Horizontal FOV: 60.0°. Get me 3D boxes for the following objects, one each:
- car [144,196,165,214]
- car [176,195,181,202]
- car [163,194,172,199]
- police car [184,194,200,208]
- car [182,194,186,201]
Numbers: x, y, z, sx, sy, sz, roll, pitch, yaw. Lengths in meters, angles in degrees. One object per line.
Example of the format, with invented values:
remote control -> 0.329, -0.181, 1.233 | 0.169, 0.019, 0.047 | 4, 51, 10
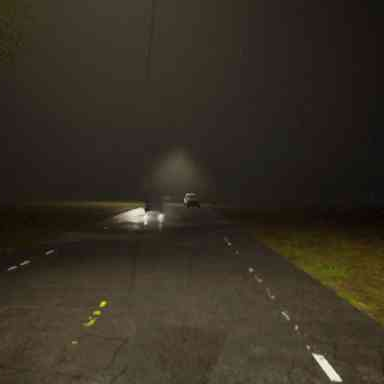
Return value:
car -> -4.113, 1.537, 36.792 | 1.882, 1.535, 5.008 | 0, 0, -1
car -> -2.521, 1.715, 83.494 | 1.994, 1.385, 4.181 | 0, 0, -3
car -> -5.735, 1.162, 78.288 | 2.097, 1.767, 4.553 | 0, 0, -3
police car -> 0.162, 1.528, 48.867 | 1.930, 1.638, 5.238 | 0, 0, -2
car -> -0.222, 1.361, 58.806 | 2.150, 2.045, 5.566 | 0, 0, -2
